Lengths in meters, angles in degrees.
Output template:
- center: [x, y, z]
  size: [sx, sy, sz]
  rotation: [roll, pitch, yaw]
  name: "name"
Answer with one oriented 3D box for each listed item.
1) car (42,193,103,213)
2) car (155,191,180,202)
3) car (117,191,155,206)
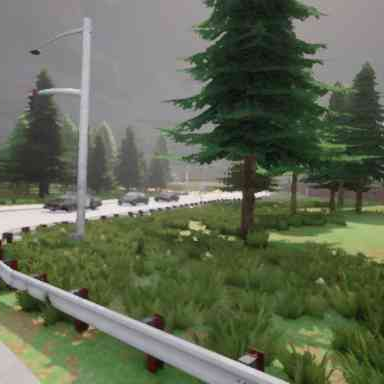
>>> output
- center: [-9.235, 0.795, 26.380]
  size: [2.033, 1.411, 5.357]
  rotation: [3, 2, 19]
  name: "car"
- center: [-3.233, 0.604, 44.186]
  size: [2.033, 1.411, 5.357]
  rotation: [3, 1, 18]
  name: "car"
- center: [-6.125, 0.678, 35.448]
  size: [1.812, 1.442, 4.674]
  rotation: [3, 1, 19]
  name: "car"
